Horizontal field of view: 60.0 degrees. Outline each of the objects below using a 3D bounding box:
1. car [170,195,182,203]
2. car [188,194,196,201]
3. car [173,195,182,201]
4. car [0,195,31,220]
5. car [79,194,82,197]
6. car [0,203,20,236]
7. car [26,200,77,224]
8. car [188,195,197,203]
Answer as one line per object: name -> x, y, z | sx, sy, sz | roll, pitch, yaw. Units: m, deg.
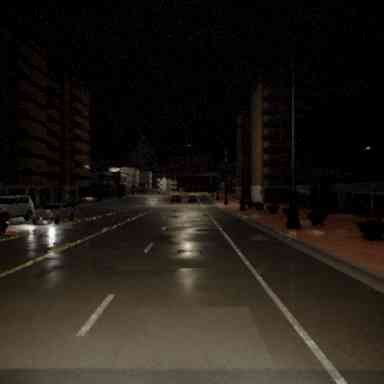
car -> -3.484, 1.444, 70.367 | 2.097, 1.767, 4.553 | 0, 1, 0
car -> 0.018, 1.342, 80.427 | 1.994, 1.385, 4.181 | 0, 2, 0
car -> -3.482, 1.383, 80.459 | 1.895, 1.301, 4.718 | 0, 2, 0
car -> -14.068, 1.276, 25.137 | 2.150, 2.045, 5.566 | 0, 0, 0
car -> -29.458, 0.891, 84.367 | 1.970, 1.475, 3.806 | 0, 2, 0
car -> -10.591, 1.503, 15.679 | 2.128, 1.511, 4.902 | 0, 0, 0
car -> -10.572, 1.582, 25.653 | 1.812, 1.442, 4.674 | 0, 0, 0
car -> 0.016, 1.614, 70.400 | 2.128, 1.511, 4.902 | 0, 1, 0
